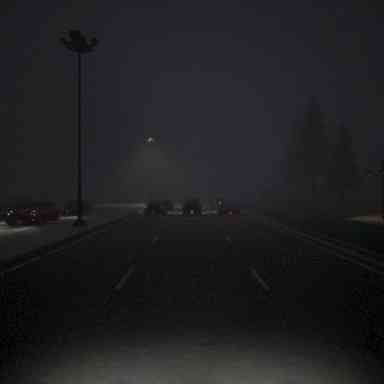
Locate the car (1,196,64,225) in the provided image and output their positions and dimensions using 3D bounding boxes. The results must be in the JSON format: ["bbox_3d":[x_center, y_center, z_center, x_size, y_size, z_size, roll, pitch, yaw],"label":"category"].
[{"bbox_3d":[-11.497,1.432,24.384,2.097,1.767,4.553,0,0,0],"label":"car"}]

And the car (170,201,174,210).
[{"bbox_3d":[-3.484,1.594,43.289,1.994,1.385,4.181,0,0,0],"label":"car"}]

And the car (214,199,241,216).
[{"bbox_3d":[3.504,1.624,32.409,1.895,1.301,4.718,0,0,0],"label":"car"}]

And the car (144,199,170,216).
[{"bbox_3d":[-3.496,1.548,32.380,1.812,1.442,4.674,0,0,0],"label":"car"}]

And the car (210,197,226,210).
[{"bbox_3d":[3.511,1.381,42.845,2.097,1.767,4.553,0,0,0],"label":"car"}]

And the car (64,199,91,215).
[{"bbox_3d":[-11.532,1.527,33.261,1.837,1.490,4.892,0,0,1],"label":"car"}]

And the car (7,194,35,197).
[{"bbox_3d":[-18.507,1.251,35.347,2.150,2.045,5.566,0,0,0],"label":"car"}]

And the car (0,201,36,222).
[{"bbox_3d":[-15.079,1.541,27.764,1.837,1.490,4.892,0,0,1],"label":"car"}]

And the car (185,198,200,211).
[{"bbox_3d":[0.015,1.536,43.214,1.837,1.490,4.892,0,0,0],"label":"car"}]

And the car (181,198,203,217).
[{"bbox_3d":[0.004,1.528,31.980,1.837,1.490,4.892,0,0,0],"label":"car"}]
